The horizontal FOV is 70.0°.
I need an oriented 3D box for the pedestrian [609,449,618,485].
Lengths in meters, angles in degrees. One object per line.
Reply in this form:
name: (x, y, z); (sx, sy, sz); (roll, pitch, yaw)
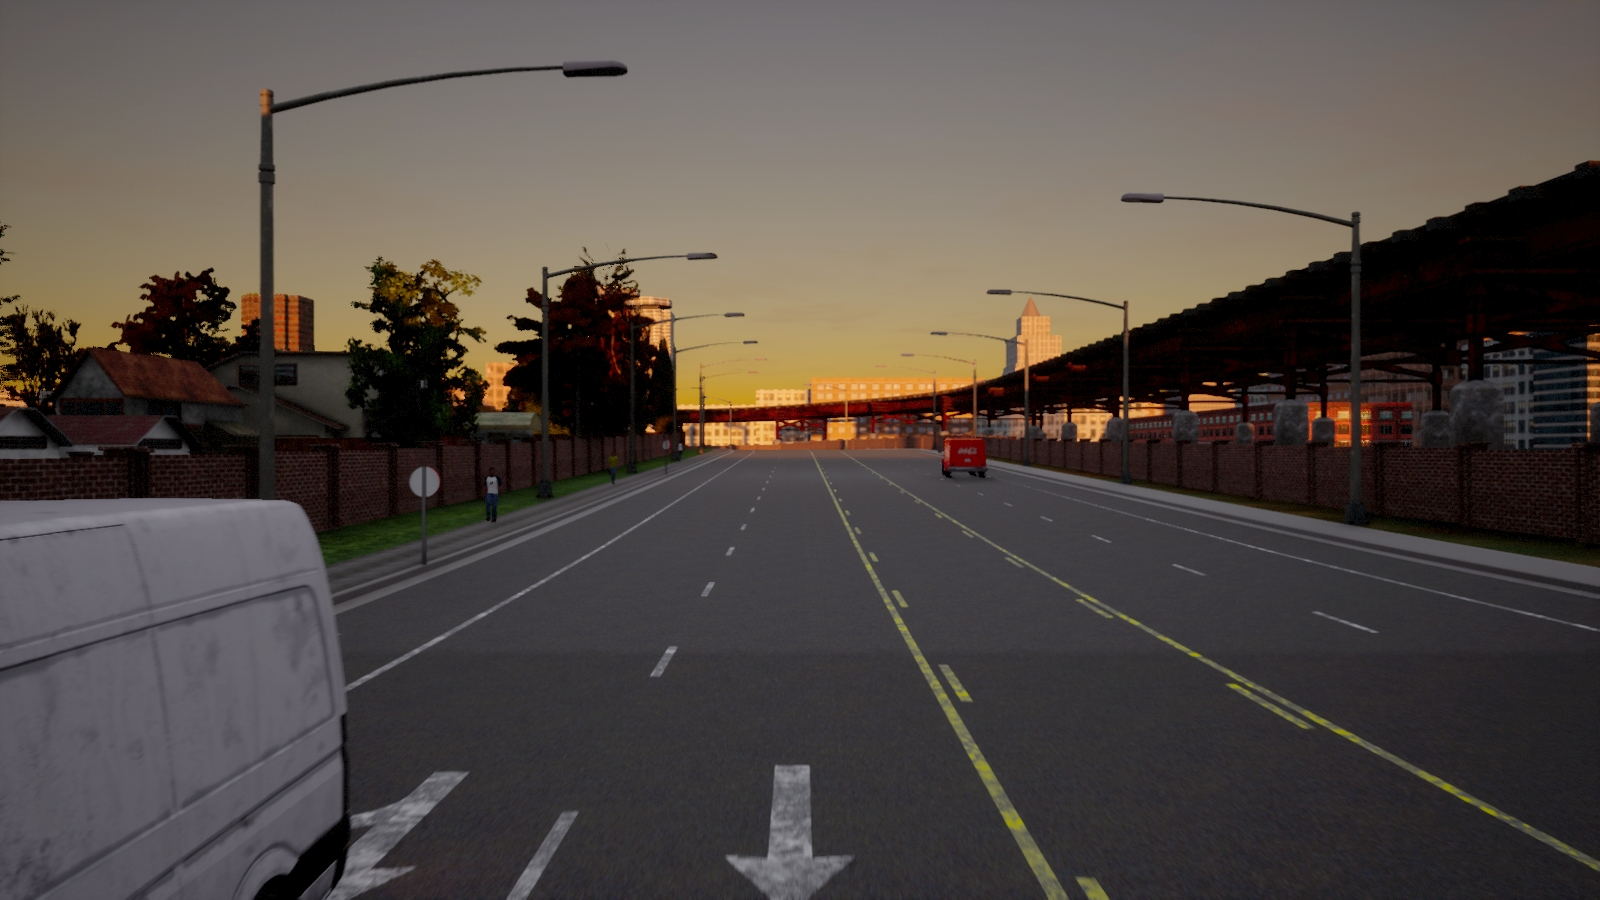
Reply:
pedestrian: (-9.737, 0.888, 59.676); (0.375, 1.860, 0.375); (0, 0, -1)

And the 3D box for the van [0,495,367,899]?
van: (-3.503, 1.535, 3.671); (1.988, 2.561, 5.915); (0, 0, 0)

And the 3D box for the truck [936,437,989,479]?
truck: (10.354, 0.464, 73.132); (2.627, 2.467, 5.204); (0, 1, 0)

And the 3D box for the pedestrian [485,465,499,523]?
pedestrian: (-9.878, 1.399, 36.638); (0.375, 1.860, 0.375); (0, 0, -3)
